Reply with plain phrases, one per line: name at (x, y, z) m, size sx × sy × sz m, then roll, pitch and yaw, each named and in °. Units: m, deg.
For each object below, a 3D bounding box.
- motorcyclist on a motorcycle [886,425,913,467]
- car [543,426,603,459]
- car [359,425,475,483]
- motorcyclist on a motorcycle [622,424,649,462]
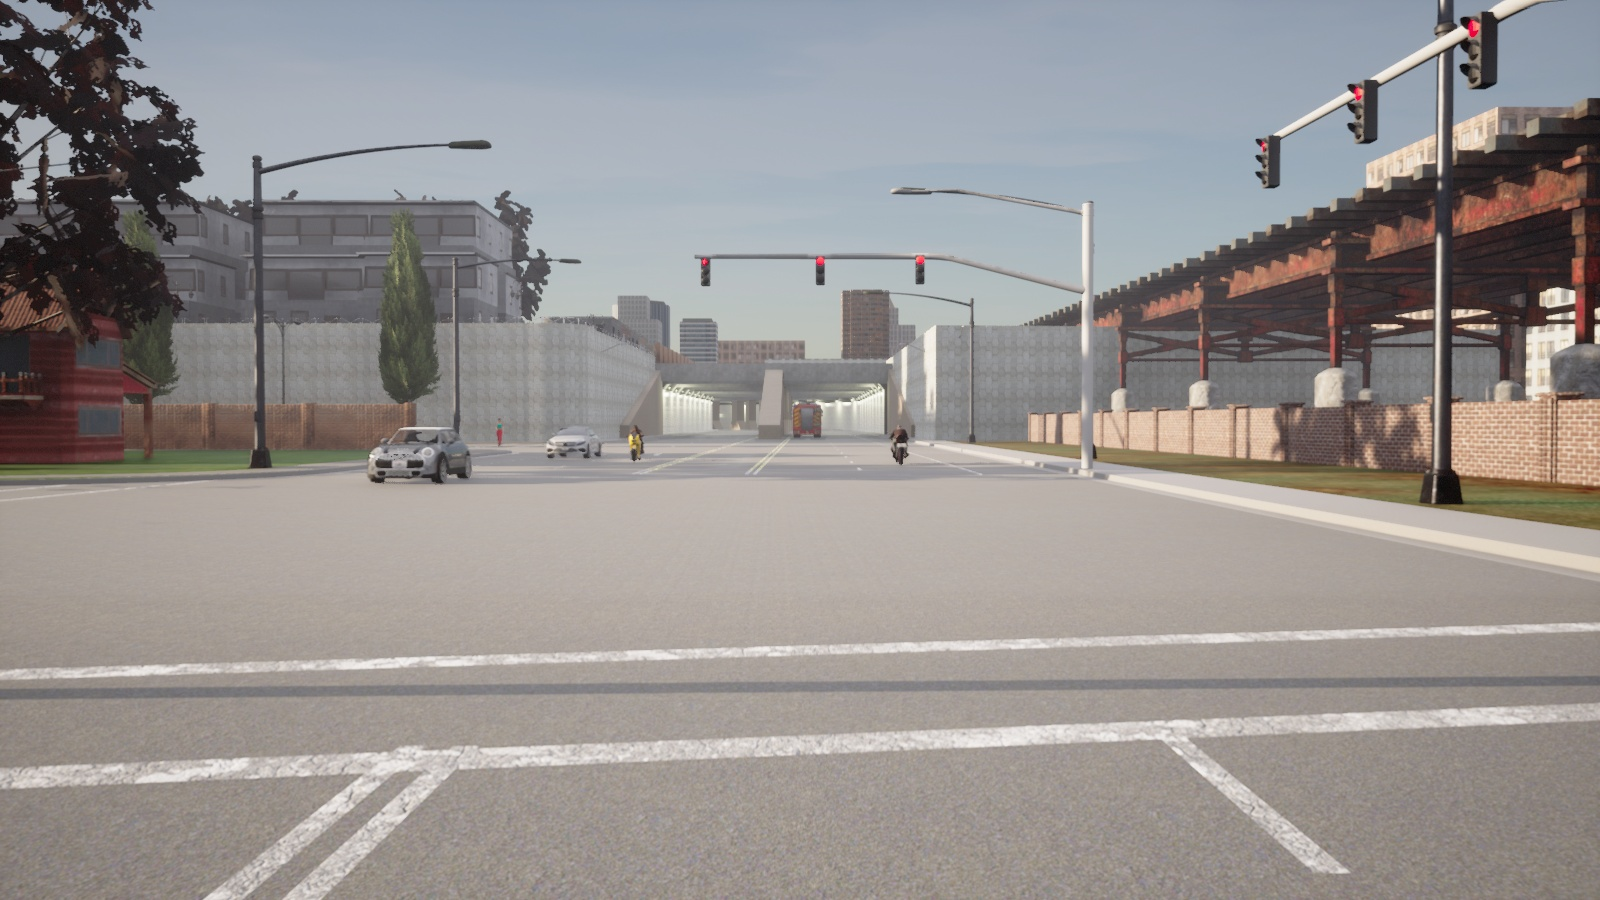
motorcyclist on a motorcycle at (3.783, -0.167, 47.902) m, size 0.866 × 1.530 × 2.191 m, roll 0°, pitch 1°, yaw 0°
car at (-10.161, -0.372, 56.628) m, size 1.812 × 1.442 × 4.674 m, roll 0°, pitch 1°, yaw 1°
car at (-10.294, 0.067, 34.039) m, size 1.970 × 1.475 × 3.806 m, roll 0°, pitch 1°, yaw 0°
motorcyclist on a motorcycle at (-6.697, -0.296, 51.249) m, size 0.797 × 1.523 × 2.044 m, roll 0°, pitch 1°, yaw 0°
